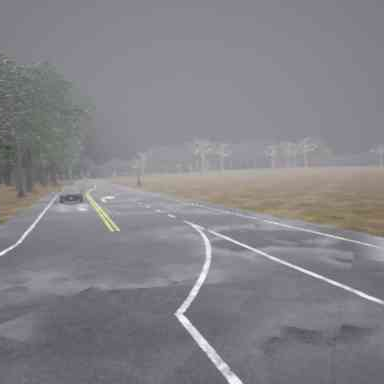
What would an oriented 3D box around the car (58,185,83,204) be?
[{"bbox_3d":[-11.001,0.157,30.285,1.882,1.535,5.008,-2,3,-20],"label":"car"}]
